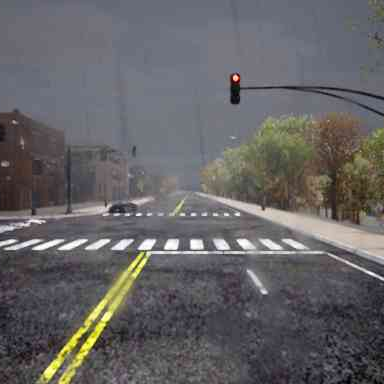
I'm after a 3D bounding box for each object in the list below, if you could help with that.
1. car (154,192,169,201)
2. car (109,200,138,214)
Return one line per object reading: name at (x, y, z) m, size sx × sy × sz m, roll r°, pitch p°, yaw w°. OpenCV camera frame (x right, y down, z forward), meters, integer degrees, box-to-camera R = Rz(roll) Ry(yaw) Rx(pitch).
car at (-6.806, 0.950, 71.468) m, size 2.150 × 2.045 × 5.566 m, roll 0°, pitch 0°, yaw 0°
car at (-6.722, 1.484, 32.859) m, size 1.994 × 1.385 × 4.181 m, roll 0°, pitch 1°, yaw 5°
